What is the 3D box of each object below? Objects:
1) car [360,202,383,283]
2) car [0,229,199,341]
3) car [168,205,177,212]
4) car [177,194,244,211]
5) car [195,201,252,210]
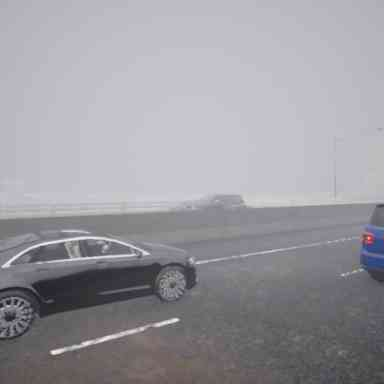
[{"bbox_3d":[6.458,1.190,8.351,5.566,2.045,2.150,0,0,-35],"label":"car"},{"bbox_3d":[-2.114,1.485,6.537,4.902,1.511,2.128,0,0,-36],"label":"car"},{"bbox_3d":[0.130,1.448,29.875,4.892,1.490,1.837,0,0,-35],"label":"car"},{"bbox_3d":[1.921,1.166,26.855,5.566,2.045,2.150,0,0,-35],"label":"car"},{"bbox_3d":[2.839,1.550,23.212,4.718,1.301,1.895,0,0,-35],"label":"car"}]
